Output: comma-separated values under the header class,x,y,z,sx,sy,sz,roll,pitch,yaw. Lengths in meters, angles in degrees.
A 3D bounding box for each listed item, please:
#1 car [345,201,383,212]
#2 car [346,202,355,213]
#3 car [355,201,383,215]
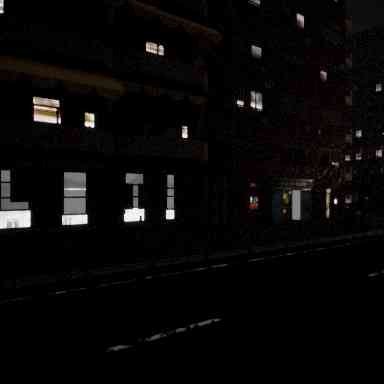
class,x,y,z,sx,sy,sz,roll,pitch,yaw
car,22.481,1.857,43.432,1.802,1.307,4.206,-1,0,-36
car,15.492,1.596,38.334,2.192,1.841,5.009,-1,0,-36
car,19.717,1.728,37.240,2.128,1.511,4.902,0,-1,-35
